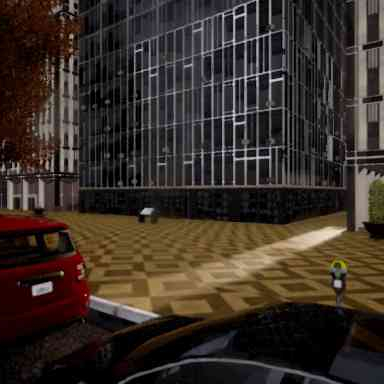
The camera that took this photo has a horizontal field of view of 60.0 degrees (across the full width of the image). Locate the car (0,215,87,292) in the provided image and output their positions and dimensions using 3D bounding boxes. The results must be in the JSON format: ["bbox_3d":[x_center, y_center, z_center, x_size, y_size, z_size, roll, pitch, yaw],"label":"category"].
[{"bbox_3d":[-3.849,1.315,5.620,5.009,1.841,2.192,0,0,35],"label":"car"}]

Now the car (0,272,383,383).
[{"bbox_3d":[0.649,1.566,2.414,4.313,1.339,1.947,0,0,35],"label":"car"}]
